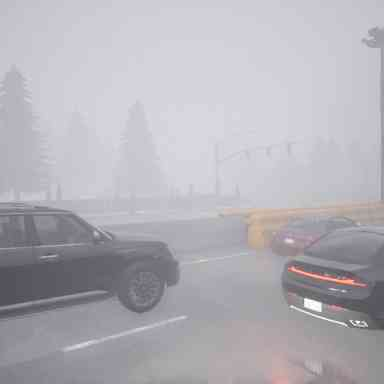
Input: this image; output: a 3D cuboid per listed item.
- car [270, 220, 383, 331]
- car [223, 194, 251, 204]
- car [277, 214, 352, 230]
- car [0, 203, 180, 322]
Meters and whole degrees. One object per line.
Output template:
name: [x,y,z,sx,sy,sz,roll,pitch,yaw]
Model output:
car: [3.808,1.435,6.464,4.892,1.490,1.837,-1,1,-35]
car: [6.320,1.026,47.881,2.128,1.511,4.902,-1,0,-35]
car: [4.619,1.441,11.331,4.181,1.385,1.994,-1,1,-35]
car: [-2.912,1.217,5.968,5.566,2.045,2.150,0,0,-36]
